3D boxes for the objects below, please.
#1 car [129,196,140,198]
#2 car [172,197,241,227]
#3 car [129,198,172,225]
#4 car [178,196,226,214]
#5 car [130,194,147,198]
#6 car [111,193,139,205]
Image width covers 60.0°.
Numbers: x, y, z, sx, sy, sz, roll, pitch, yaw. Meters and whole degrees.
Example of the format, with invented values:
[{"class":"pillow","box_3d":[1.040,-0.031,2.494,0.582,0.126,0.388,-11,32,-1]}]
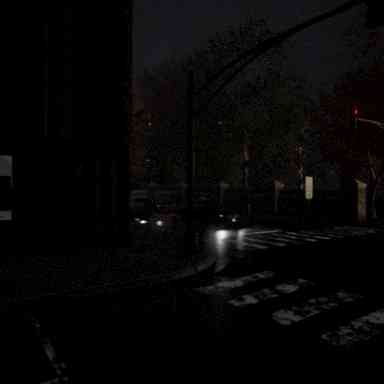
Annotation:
[{"class":"car","box_3d":[-5.871,1.155,25.459,1.802,1.307,4.206,2,0,-36]},{"class":"car","box_3d":[0.967,1.251,20.448,1.812,1.442,4.674,0,1,-36]},{"class":"car","box_3d":[-2.613,1.254,20.983,1.802,1.307,4.206,2,0,-36]},{"class":"car","box_3d":[0.809,1.124,30.524,1.752,1.417,4.829,1,0,-36]},{"class":"car","box_3d":[-4.394,1.089,27.820,1.812,1.442,4.674,0,1,-36]},{"class":"car","box_3d":[-8.866,0.858,43.817,2.008,1.369,4.403,1,0,-36]}]
